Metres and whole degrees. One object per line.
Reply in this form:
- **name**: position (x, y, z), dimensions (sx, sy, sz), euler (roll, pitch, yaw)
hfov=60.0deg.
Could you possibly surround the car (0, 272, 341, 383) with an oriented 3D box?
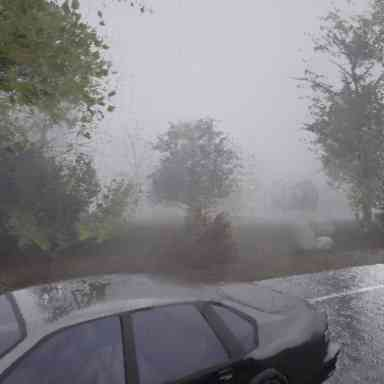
- **car**: position (-0.949, 1.534, 2.847), dimensions (5.357, 1.411, 2.033), euler (0, 0, -34)
